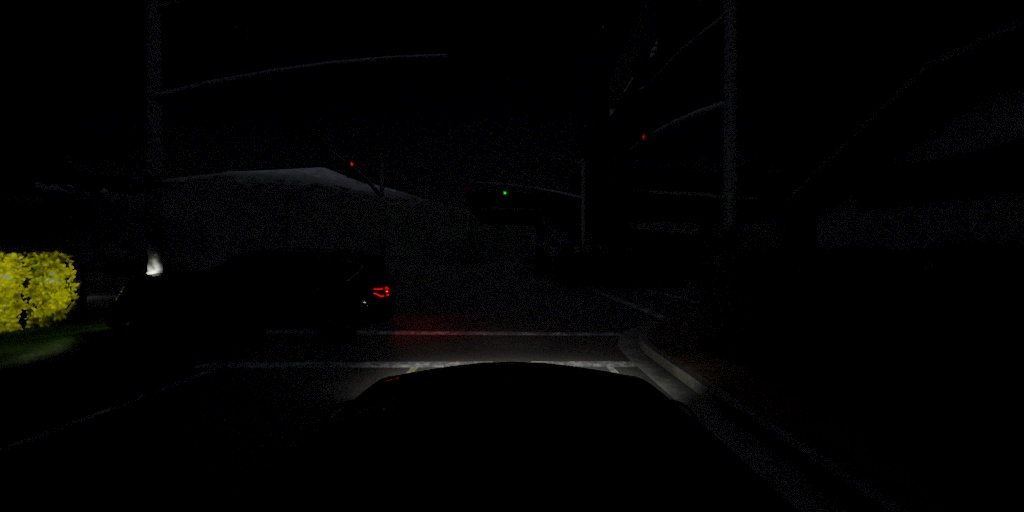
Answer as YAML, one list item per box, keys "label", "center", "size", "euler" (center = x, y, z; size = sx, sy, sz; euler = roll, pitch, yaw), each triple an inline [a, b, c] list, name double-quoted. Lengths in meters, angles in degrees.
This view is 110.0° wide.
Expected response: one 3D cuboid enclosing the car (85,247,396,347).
- label: "car"
  center: [-5.709, 0.826, 8.655]
  size: [5.566, 2.045, 2.150]
  euler: [3, 4, -17]
